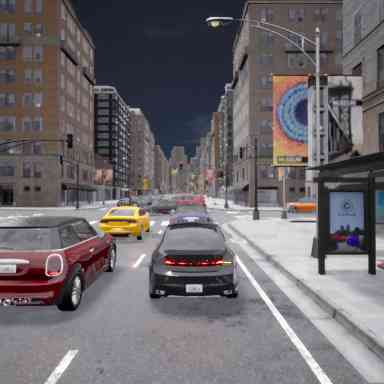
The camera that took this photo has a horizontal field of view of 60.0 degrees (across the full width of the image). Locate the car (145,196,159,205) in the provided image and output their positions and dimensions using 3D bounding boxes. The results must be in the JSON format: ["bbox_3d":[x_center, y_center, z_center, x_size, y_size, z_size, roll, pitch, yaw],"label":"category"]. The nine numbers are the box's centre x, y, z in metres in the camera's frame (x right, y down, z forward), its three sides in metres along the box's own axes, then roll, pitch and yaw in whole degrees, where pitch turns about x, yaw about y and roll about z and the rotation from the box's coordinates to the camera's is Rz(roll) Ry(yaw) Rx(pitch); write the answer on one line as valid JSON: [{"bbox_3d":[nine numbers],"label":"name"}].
[{"bbox_3d":[-7.045,1.544,58.884,1.812,1.442,4.674,0,0,0],"label":"car"}]

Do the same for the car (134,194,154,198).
[{"bbox_3d":[-6.991,1.370,50.308,2.097,1.767,4.553,0,0,0],"label":"car"}]

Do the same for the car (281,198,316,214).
[{"bbox_3d":[11.977,1.437,35.774,4.553,1.767,2.097,0,-1,-1],"label":"car"}]

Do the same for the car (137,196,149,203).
[{"bbox_3d":[-10.297,1.614,70.200,1.895,1.301,4.718,0,0,0],"label":"car"}]

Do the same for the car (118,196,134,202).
[{"bbox_3d":[-10.249,1.583,51.331,1.994,1.385,4.181,0,0,0],"label":"car"}]

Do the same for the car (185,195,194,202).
[{"bbox_3d":[-0.586,1.543,75.449,2.128,1.511,4.902,0,0,0],"label":"car"}]

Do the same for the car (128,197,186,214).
[{"bbox_3d":[-3.175,1.491,31.137,4.892,1.490,1.837,0,-1,-45],"label":"car"}]

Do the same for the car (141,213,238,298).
[{"bbox_3d":[0.015,1.508,8.477,1.837,1.490,4.892,0,0,-1],"label":"car"}]

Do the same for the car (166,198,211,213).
[{"bbox_3d":[-0.051,1.359,17.413,2.097,1.767,4.553,0,0,0],"label":"car"}]

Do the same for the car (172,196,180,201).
[{"bbox_3d":[-3.886,1.603,81.977,1.895,1.301,4.718,0,0,0],"label":"car"}]

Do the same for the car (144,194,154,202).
[{"bbox_3d":[-10.375,1.372,80.514,2.097,1.767,4.553,0,0,0],"label":"car"}]

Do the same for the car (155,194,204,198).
[{"bbox_3d":[-1.135,1.313,38.884,5.566,2.045,2.150,0,-1,-1],"label":"car"}]

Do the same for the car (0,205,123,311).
[{"bbox_3d":[-3.228,1.355,7.904,2.097,1.767,4.553,0,0,-1],"label":"car"}]

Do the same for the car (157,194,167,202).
[{"bbox_3d":[-7.114,1.372,79.009,2.097,1.767,4.553,0,0,0],"label":"car"}]

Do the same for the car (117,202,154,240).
[{"bbox_3d":[-3.297,1.484,17.032,1.882,1.535,5.008,0,0,-1],"label":"car"}]

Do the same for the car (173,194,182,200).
[{"bbox_3d":[-3.962,1.364,91.949,2.128,1.511,4.902,0,0,0],"label":"car"}]

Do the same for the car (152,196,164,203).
[{"bbox_3d":[-7.037,1.583,68.892,1.994,1.385,4.181,0,0,0],"label":"car"}]

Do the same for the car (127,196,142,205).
[{"bbox_3d":[-10.291,1.523,60.152,1.837,1.490,4.892,0,0,0],"label":"car"}]

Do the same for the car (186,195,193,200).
[{"bbox_3d":[-0.717,1.531,92.742,2.128,1.511,4.902,0,0,0],"label":"car"}]
